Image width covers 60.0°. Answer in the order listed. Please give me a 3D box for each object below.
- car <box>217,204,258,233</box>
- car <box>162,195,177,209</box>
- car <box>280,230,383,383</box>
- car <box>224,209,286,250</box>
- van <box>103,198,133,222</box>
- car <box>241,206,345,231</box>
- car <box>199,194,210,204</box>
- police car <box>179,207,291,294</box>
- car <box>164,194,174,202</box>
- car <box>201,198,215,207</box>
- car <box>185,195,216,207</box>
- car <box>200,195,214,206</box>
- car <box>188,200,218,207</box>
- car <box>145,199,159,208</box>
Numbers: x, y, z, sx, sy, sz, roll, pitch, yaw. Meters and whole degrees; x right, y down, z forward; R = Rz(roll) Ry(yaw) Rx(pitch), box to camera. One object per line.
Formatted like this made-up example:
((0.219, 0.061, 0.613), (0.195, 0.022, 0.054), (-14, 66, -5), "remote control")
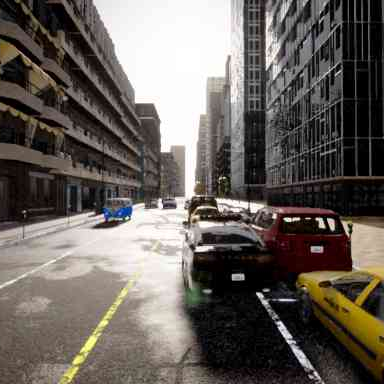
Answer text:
((2.655, 1.558, 20.591), (1.887, 1.381, 4.507), (1, 0, 0), "car")
((-3.106, 1.539, 46.490), (1.882, 1.535, 5.008), (0, 0, 0), "car")
((2.693, 1.527, 4.193), (1.752, 1.417, 4.829), (1, 0, 0), "car")
((2.668, 1.574, 15.067), (1.947, 1.339, 4.313), (1, 0, 0), "car")
((-5.734, 1.362, 26.096), (1.690, 1.788, 3.998), (1, 0, 0), "van")
((2.684, 1.320, 9.545), (2.192, 1.841, 5.009), (1, 0, 0), "car")
((2.543, 1.447, 70.297), (2.192, 1.841, 5.009), (1, 0, 0), "car")
((0.718, 1.429, 8.957), (1.930, 1.638, 5.238), (0, 0, -4), "police car")
((-5.875, 1.514, 86.847), (2.192, 1.841, 5.009), (1, 0, 0), "car")
((2.579, 1.647, 53.727), (1.947, 1.339, 4.313), (1, 0, 0), "car")
((0.771, 1.241, 24.948), (2.150, 2.045, 5.566), (0, 0, -1), "car")
((2.569, 1.412, 59.251), (2.192, 1.841, 5.009), (1, 0, 0), "car")
((0.810, 1.468, 19.086), (1.801, 1.575, 5.366), (0, 0, 0), "car")
((-5.789, 1.647, 48.186), (1.802, 1.307, 4.206), (1, 0, 0), "car")
